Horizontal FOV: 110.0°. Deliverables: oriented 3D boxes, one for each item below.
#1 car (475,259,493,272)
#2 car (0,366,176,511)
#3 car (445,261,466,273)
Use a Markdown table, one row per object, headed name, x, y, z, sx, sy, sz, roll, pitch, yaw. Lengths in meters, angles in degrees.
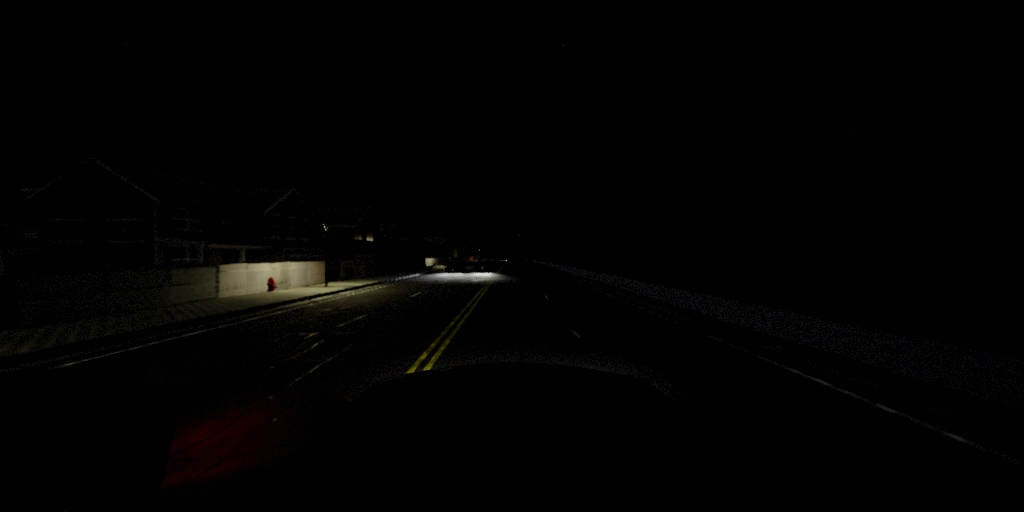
| name | x | y | z | sx | sy | sz | roll | pitch | yaw |
| --- | --- | --- | --- | --- | --- | --- | --- | --- | --- |
| car | -3.329 | 1.123 | 42.699 | 2.128 | 1.511 | 4.902 | 0 | 0 | 0 |
| car | -3.351 | 1.258 | 0.520 | 1.837 | 1.490 | 4.892 | 0 | 0 | 0 |
| car | -6.581 | 1.236 | 42.037 | 1.895 | 1.301 | 4.718 | 0 | 0 | 0 |
